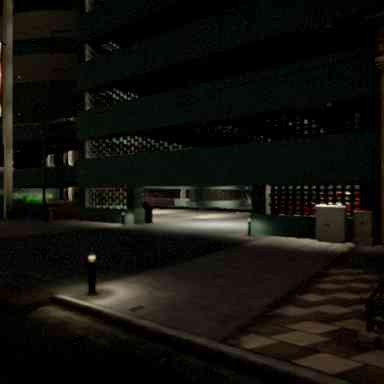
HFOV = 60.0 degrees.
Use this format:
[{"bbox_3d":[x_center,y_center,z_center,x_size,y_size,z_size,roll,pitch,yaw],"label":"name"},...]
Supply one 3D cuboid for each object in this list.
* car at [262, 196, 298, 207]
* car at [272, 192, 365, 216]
[{"bbox_3d":[12.872,1.321,48.510,4.674,1.452,2.002,0,0,36],"label":"car"},{"bbox_3d":[8.005,1.029,20.042,5.566,2.045,2.435,0,0,36],"label":"car"}]
